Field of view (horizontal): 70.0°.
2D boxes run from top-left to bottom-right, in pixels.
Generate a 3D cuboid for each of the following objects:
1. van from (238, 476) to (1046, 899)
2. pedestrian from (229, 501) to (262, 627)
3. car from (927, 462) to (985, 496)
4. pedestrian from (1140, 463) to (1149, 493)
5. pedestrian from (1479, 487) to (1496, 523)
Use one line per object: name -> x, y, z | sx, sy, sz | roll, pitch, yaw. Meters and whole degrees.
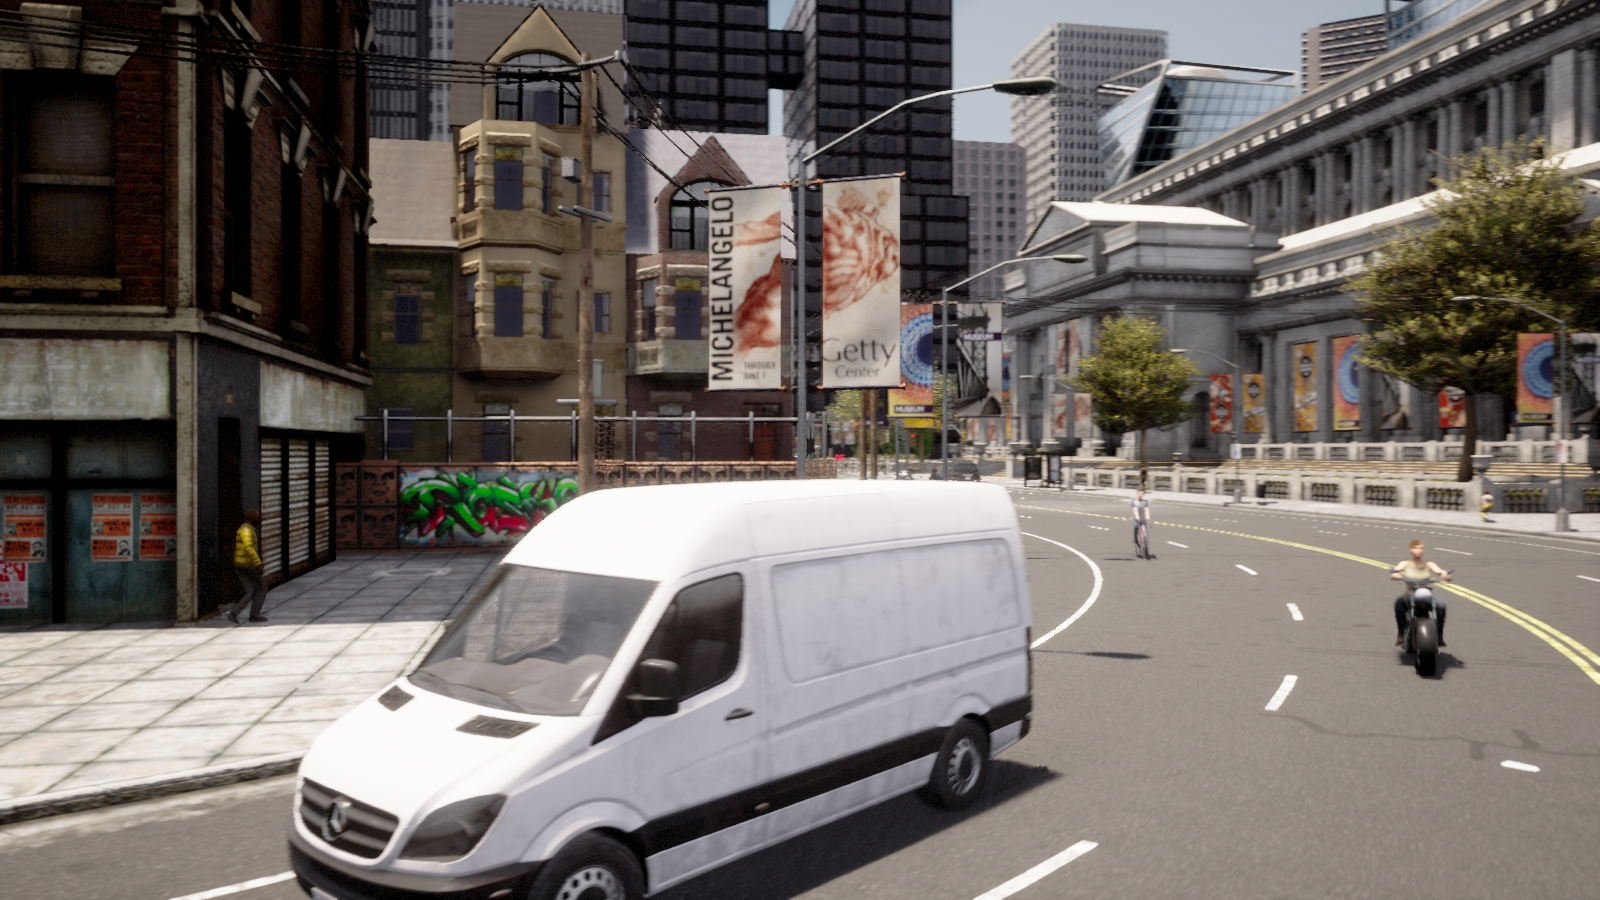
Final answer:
van -> -0.591, 1.544, 8.259 | 1.988, 2.561, 5.915 | 1, 0, 41
pedestrian -> -8.449, 1.722, 17.407 | 0.375, 1.860, 0.375 | 0, 0, -41
car -> 10.151, 1.852, 74.816 | 2.150, 2.045, 5.566 | 0, 0, -10
pedestrian -> 21.465, 1.757, 71.148 | 0.375, 1.860, 0.375 | 0, 0, -13
pedestrian -> 25.264, 2.003, 41.985 | 0.375, 1.300, 0.375 | 0, 0, -8
